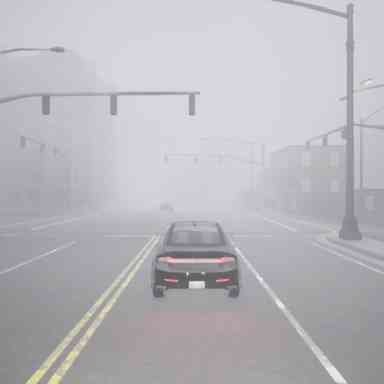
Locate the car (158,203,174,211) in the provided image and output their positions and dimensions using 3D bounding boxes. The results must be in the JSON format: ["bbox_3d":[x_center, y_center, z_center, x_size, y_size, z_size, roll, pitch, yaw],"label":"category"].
[{"bbox_3d":[-3.606,2.233,47.437,1.994,1.385,4.181,0,-6,0],"label":"car"}]

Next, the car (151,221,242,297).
[{"bbox_3d":[0.073,1.490,8.525,2.128,1.511,4.902,0,0,0],"label":"car"}]
